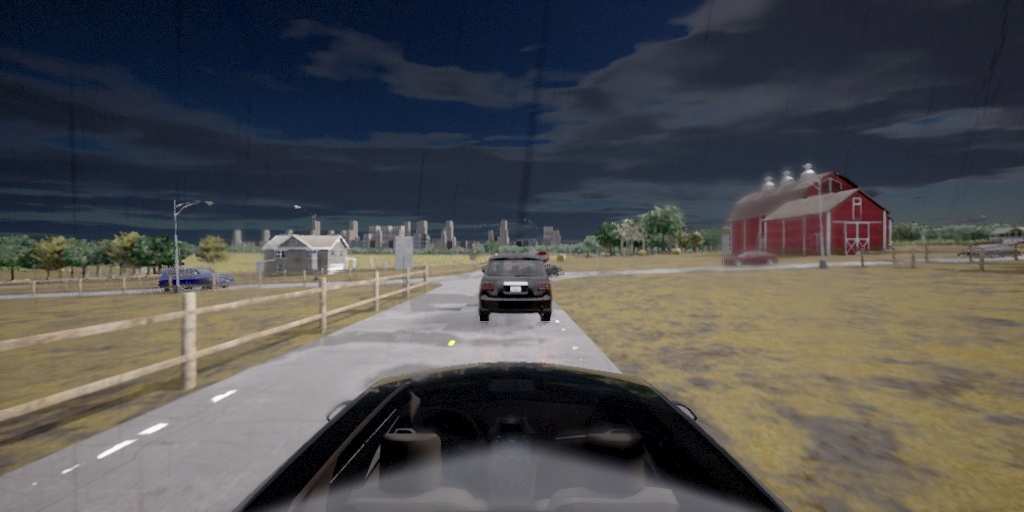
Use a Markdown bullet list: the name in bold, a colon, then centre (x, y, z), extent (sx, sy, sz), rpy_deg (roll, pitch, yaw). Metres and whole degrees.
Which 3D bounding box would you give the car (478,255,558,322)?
- **car**: centre (0.097, 0.967, 12.352), extent (2.150, 2.045, 5.566), rpy_deg (0, 0, 0)

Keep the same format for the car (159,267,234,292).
- **car**: centre (-28.181, 2.011, 32.090), extent (5.566, 2.045, 2.150), rpy_deg (-2, 0, 0)

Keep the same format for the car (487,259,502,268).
- **car**: centre (-2.849, 1.236, 59.920), extent (2.128, 1.511, 4.902), rpy_deg (0, 0, 0)

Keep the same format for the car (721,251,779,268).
- **car**: centre (23.234, 0.275, 35.136), extent (5.008, 1.535, 1.882), rpy_deg (-2, 0, 0)

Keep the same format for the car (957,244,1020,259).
- **car**: centre (46.572, -0.471, 35.107), extent (4.181, 1.385, 1.994), rpy_deg (-2, 0, 0)

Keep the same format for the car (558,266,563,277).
- **car**: centre (2.438, 1.178, 29.272), extent (1.812, 1.442, 4.674), rpy_deg (-2, 3, 35)
